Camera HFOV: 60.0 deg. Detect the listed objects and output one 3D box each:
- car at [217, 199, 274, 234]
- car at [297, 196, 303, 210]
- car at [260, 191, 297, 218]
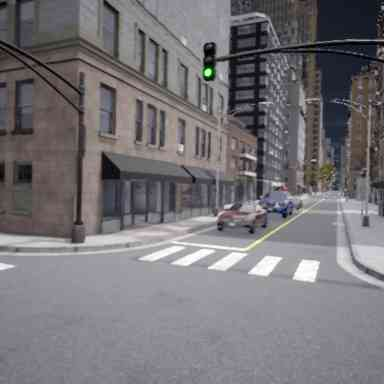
[{"bbox_3d":[2.890,1.287,18.059,1.812,1.442,4.674,2,1,25],"label":"car"},{"bbox_3d":[11.143,1.146,36.882,2.128,1.511,4.902,2,1,24],"label":"car"},{"bbox_3d":[6.980,0.930,27.386,2.150,2.045,5.566,2,1,23],"label":"car"}]
